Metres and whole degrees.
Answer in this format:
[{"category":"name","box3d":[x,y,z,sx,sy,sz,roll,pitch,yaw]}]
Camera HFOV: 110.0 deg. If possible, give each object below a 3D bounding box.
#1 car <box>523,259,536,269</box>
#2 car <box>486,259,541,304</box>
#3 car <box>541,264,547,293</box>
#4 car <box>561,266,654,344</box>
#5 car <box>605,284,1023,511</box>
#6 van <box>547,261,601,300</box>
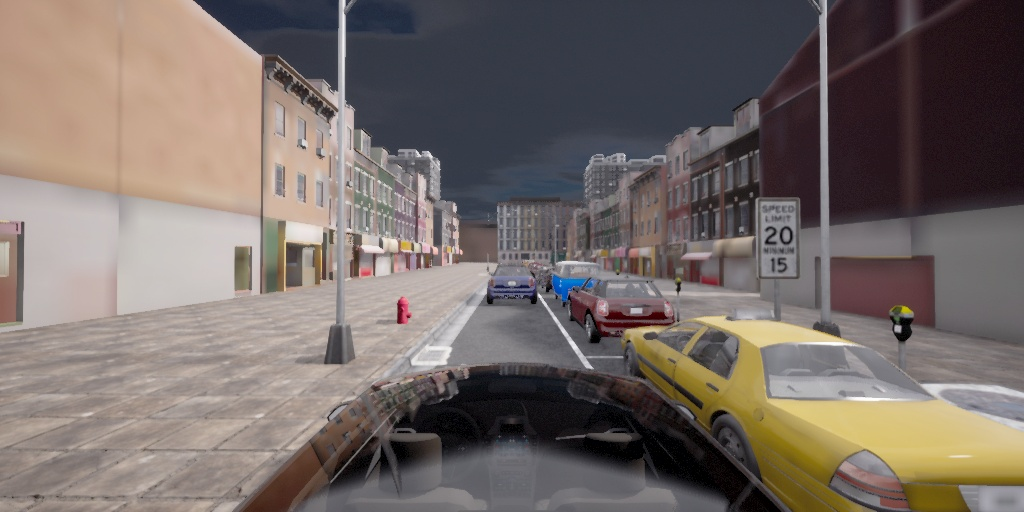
[{"category":"car","box3d":[2.750,1.304,57.429,1.882,1.535,5.008,0,0,0]},{"category":"car","box3d":[0.000,1.124,16.471,2.097,1.767,4.553,0,0,0]},{"category":"car","box3d":[2.640,1.327,20.576,1.948,1.339,4.313,0,0,0]},{"category":"car","box3d":[2.640,1.191,9.570,1.967,1.591,4.097,0,0,0]},{"category":"car","box3d":[2.640,1.275,4.236,1.751,1.417,4.829,0,0,0]},{"category":"van","box3d":[2.640,1.096,15.073,1.690,1.789,3.998,0,0,0]}]
